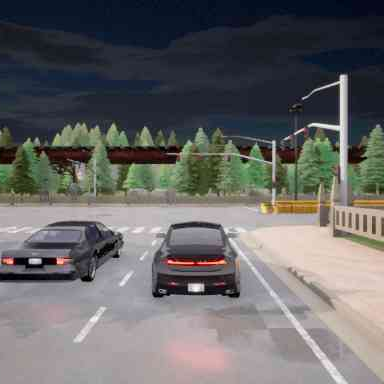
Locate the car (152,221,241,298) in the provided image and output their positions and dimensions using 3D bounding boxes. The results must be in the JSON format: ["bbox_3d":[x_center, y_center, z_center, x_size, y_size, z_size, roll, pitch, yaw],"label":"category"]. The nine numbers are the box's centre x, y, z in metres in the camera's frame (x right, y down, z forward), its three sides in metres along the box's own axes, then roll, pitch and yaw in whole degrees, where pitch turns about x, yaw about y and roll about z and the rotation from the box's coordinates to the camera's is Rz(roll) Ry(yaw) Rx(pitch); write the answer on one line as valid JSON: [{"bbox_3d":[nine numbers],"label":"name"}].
[{"bbox_3d":[0.103,1.505,8.519,1.837,1.490,4.892,0,0,1],"label":"car"}]

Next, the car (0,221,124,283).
[{"bbox_3d":[-3.383,1.547,9.709,2.033,1.411,5.357,0,0,0],"label":"car"}]
